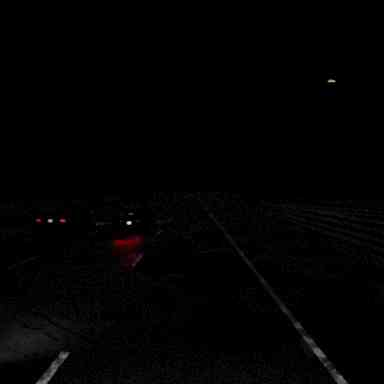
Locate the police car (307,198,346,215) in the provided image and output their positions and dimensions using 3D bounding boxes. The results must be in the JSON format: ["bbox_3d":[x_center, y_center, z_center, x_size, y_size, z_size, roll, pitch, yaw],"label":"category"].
[{"bbox_3d":[11.345,1.354,29.343,1.930,1.638,5.238,0,0,-13],"label":"police car"}]

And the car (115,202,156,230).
[{"bbox_3d":[-3.404,1.396,20.365,1.837,1.490,4.892,0,0,0],"label":"car"}]

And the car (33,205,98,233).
[{"bbox_3d":[-6.898,1.448,18.701,2.033,1.411,5.357,0,0,0],"label":"car"}]
